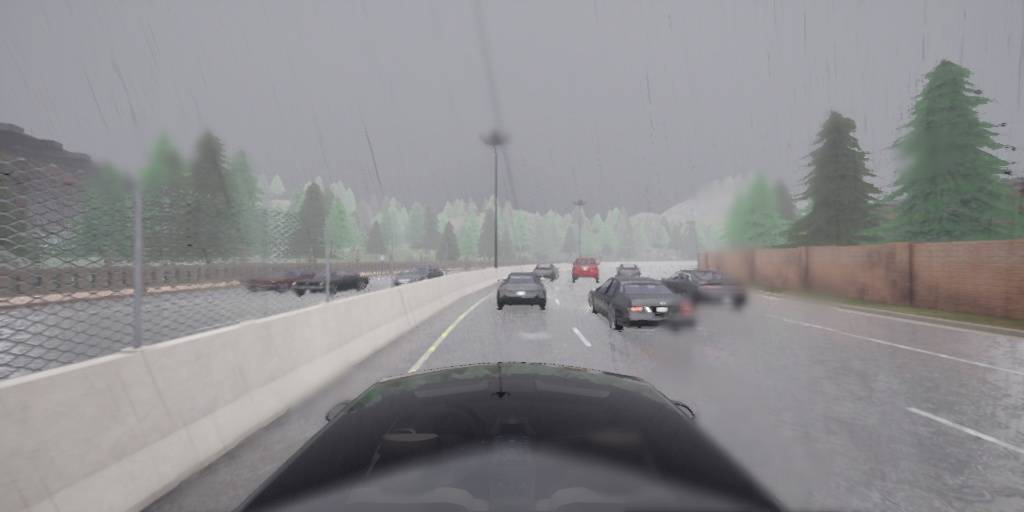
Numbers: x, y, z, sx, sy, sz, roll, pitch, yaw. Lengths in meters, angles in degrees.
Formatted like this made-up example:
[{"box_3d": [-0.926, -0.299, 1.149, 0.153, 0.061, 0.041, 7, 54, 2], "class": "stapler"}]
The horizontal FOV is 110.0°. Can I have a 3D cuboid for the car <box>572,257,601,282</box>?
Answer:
[{"box_3d": [6.411, 1.139, 30.915, 2.150, 2.045, 5.566, 0, 0, 14], "class": "car"}]

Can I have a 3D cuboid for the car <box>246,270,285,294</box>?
[{"box_3d": [-13.280, 1.465, 21.509, 1.895, 1.301, 4.718, 0, 0, 7], "class": "car"}]

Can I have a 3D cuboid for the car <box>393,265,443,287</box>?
[{"box_3d": [-5.958, 1.365, 23.198, 2.128, 1.511, 4.902, 0, 0, 9], "class": "car"}]

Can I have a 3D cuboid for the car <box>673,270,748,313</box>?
[{"box_3d": [7.398, 1.315, 14.474, 2.128, 1.511, 4.902, 0, 0, 3], "class": "car"}]

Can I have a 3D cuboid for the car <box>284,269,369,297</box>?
[{"box_3d": [-9.934, 1.456, 19.938, 1.895, 1.301, 4.718, 0, 0, 6], "class": "car"}]

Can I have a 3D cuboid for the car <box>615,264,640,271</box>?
[{"box_3d": [10.242, 1.414, 31.657, 2.128, 1.511, 4.902, 0, 0, 14], "class": "car"}]

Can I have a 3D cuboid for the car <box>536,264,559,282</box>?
[{"box_3d": [3.055, 1.414, 31.690, 2.128, 1.511, 4.902, 0, 0, 14], "class": "car"}]

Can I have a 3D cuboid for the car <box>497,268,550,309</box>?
[{"box_3d": [0.472, 1.393, 15.515, 1.994, 1.385, 4.181, 0, 0, 4], "class": "car"}]

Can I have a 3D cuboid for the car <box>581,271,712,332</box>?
[{"box_3d": [3.691, 1.352, 11.114, 2.033, 1.411, 5.357, 0, 0, 2], "class": "car"}]
